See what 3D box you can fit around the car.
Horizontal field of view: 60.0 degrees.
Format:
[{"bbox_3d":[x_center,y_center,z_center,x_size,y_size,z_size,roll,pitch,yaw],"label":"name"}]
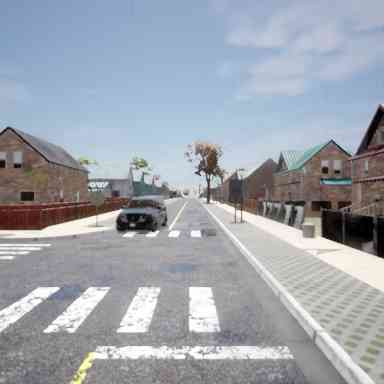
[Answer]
[{"bbox_3d":[-2.913,1.348,20.653,2.150,2.045,5.566,0,2,6],"label":"car"}]
